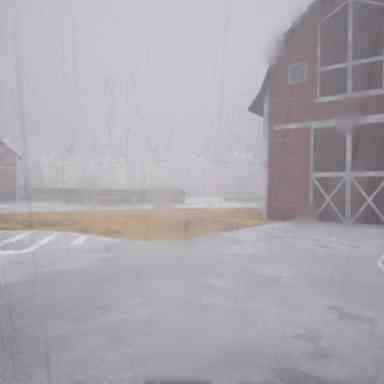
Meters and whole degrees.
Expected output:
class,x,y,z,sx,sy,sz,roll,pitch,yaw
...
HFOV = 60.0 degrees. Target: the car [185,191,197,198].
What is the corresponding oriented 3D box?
class,x,y,z,sx,sy,sz,roll,pitch,yaw
car,-0.522,0.734,92.358,1.932,1.855,4.605,1,1,35
